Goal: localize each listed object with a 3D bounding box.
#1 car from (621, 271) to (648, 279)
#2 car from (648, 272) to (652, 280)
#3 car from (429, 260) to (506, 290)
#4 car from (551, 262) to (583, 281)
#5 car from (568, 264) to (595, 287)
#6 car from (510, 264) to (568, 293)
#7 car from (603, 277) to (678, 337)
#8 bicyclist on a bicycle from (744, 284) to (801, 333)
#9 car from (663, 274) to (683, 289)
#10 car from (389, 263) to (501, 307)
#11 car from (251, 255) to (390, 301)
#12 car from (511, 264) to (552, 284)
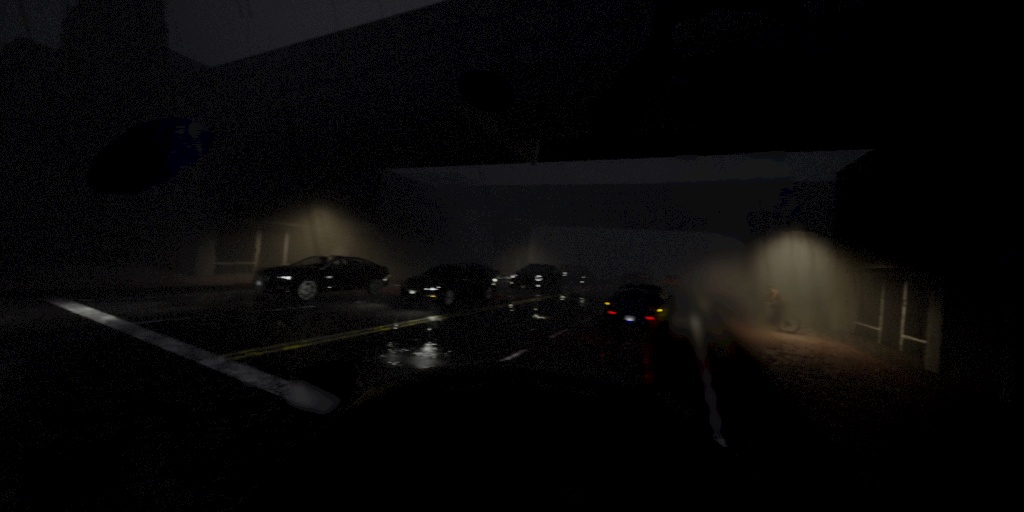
[{"bbox_3d":[12.290,2.335,36.376,1.882,1.535,5.008,5,0,26],"label":"car"},{"bbox_3d":[16.561,2.728,45.285,2.128,1.511,4.902,5,0,26],"label":"car"},{"bbox_3d":[-2.551,1.130,22.117,2.033,1.411,5.357,5,0,26],"label":"car"},{"bbox_3d":[6.260,1.714,40.276,2.097,1.767,4.553,5,0,26],"label":"car"},{"bbox_3d":[5.927,1.666,31.664,2.097,1.767,4.553,5,0,25],"label":"car"},{"bbox_3d":[1.651,1.287,22.761,2.097,1.767,4.553,5,0,26],"label":"car"},{"bbox_3d":[4.365,1.663,12.116,1.812,1.442,4.674,5,0,27],"label":"car"},{"bbox_3d":[9.208,1.845,12.653,1.656,1.620,0.582,6,0,26],"label":"bicyclist on a bicycle"},{"bbox_3d":[18.227,2.841,40.656,1.882,1.535,5.008,5,0,26],"label":"car"},{"bbox_3d":[-2.354,1.086,14.473,1.837,1.490,4.892,5,0,26],"label":"car"},{"bbox_3d":[-6.768,0.701,13.350,2.128,1.511,4.902,5,0,26],"label":"car"},{"bbox_3d":[1.778,1.530,31.077,1.994,1.385,4.181,5,0,26],"label":"car"}]
